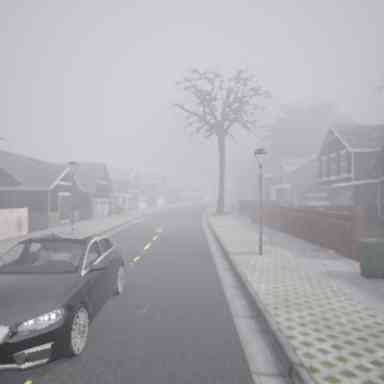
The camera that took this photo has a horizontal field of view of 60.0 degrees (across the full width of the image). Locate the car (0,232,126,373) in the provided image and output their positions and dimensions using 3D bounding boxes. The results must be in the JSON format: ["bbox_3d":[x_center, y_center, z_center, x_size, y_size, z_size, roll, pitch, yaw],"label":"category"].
[{"bbox_3d":[-2.487,1.564,6.166,2.128,1.511,4.902,0,-1,-1],"label":"car"}]
